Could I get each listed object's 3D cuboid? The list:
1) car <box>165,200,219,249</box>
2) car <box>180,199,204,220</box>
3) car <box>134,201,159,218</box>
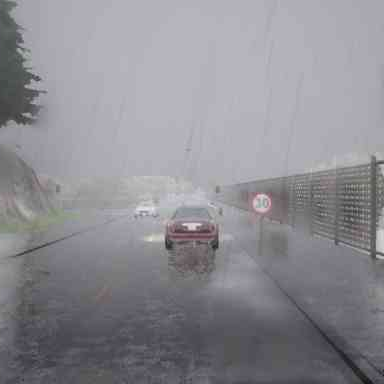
[{"bbox_3d":[0.000,1.364,14.620,2.097,1.767,4.553,0,0,0],"label":"car"},{"bbox_3d":[0.000,1.483,29.650,1.882,1.535,5.008,0,0,0],"label":"car"},{"bbox_3d":[-4.000,1.558,30.010,1.812,1.442,4.674,0,0,0],"label":"car"}]
